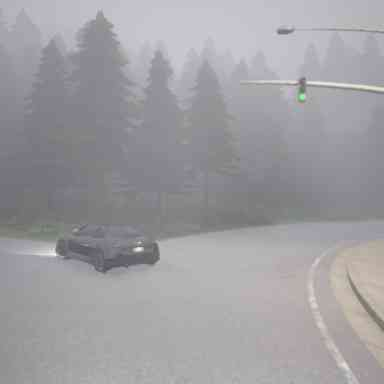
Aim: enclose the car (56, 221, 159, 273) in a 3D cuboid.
[{"bbox_3d":[-2.965,1.689,11.334,1.994,1.385,4.181,1,-1,-43],"label":"car"}]
